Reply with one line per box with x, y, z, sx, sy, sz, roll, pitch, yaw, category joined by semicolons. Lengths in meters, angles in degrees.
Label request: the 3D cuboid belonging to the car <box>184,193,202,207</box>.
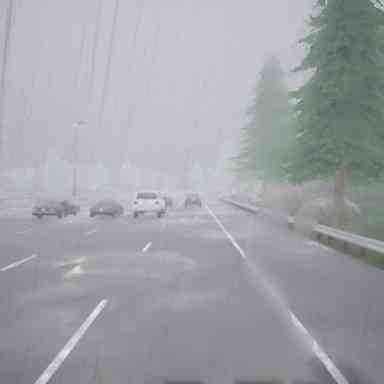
0.141;0.947;41.662;2.097;1.767;4.553;0;1;0;car

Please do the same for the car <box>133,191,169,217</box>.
-3.412;0.946;27.559;2.150;2.045;5.566;0;0;1;car

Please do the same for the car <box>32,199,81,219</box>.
-10.430;1.279;25.930;2.033;1.411;5.357;0;1;1;car

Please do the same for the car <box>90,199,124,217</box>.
-6.915;1.286;27.419;1.994;1.385;4.181;0;1;1;car

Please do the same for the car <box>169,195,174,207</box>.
-3.354;1.061;42.305;1.882;1.535;5.008;0;1;0;car
